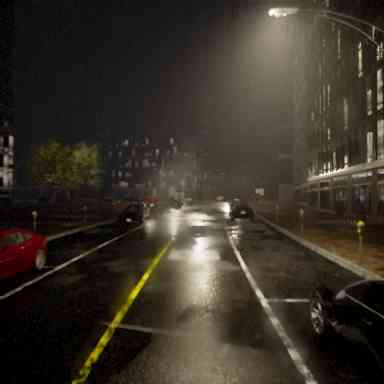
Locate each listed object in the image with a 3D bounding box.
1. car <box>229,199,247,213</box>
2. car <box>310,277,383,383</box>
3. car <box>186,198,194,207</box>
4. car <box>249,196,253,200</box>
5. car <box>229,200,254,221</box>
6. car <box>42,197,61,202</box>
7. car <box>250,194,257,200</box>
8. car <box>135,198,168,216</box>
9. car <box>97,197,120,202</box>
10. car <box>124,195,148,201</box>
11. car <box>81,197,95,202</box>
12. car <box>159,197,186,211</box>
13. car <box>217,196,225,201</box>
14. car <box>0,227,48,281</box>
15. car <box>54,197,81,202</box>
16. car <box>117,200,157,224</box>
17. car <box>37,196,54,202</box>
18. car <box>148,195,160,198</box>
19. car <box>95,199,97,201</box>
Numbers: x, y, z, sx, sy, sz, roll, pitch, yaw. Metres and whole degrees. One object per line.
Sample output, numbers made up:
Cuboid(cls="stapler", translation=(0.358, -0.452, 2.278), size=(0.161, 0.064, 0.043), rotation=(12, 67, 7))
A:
Cuboid(cls="car", translation=(5.233, 1.552, 37.971), size=(1.887, 1.381, 4.507), rotation=(1, 0, 8))
Cuboid(cls="car", translation=(2.752, 1.567, 3.622), size=(1.947, 1.339, 4.313), rotation=(1, 0, 1))
Cuboid(cls="car", translation=(-0.715, 1.588, 52.225), size=(2.008, 1.369, 4.403), rotation=(1, 0, 10))
Cuboid(cls="car", translation=(4.563, 1.445, 32.368), size=(1.967, 1.590, 4.097), rotation=(1, 0, 7))
Cuboid(cls="car", translation=(3.988, 1.568, 26.709), size=(1.947, 1.339, 4.313), rotation=(1, 0, 5))
Cuboid(cls="car", translation=(-36.235, 1.978, 85.744), size=(4.403, 1.369, 2.008), rotation=(0, -1, 18))
Cuboid(cls="car", translation=(16.785, 1.426, 90.295), size=(2.192, 1.841, 5.009), rotation=(1, 0, 18))
Cuboid(cls="car", translation=(-3.700, 1.536, 30.490), size=(1.752, 1.417, 4.829), rotation=(1, 0, 6))
Cuboid(cls="car", translation=(-17.431, 1.686, 71.264), size=(4.403, 1.369, 2.008), rotation=(0, -1, 18))
Cuboid(cls="car", translation=(-12.119, 1.665, 69.517), size=(4.313, 1.339, 1.947), rotation=(0, -1, 18))
Cuboid(cls="car", translation=(-25.767, 1.882, 82.301), size=(4.829, 1.417, 1.752), rotation=(0, -1, 18))
Cuboid(cls="car", translation=(-2.379, 1.573, 41.537), size=(2.008, 1.369, 4.403), rotation=(1, 0, 8))
Cuboid(cls="car", translation=(7.683, 1.662, 88.506), size=(1.752, 1.417, 4.829), rotation=(1, 0, 16))
Cuboid(cls="car", translation=(-5.158, 1.578, 8.377), size=(1.802, 1.307, 4.206), rotation=(1, 0, 2))
Cuboid(cls="car", translation=(-28.054, 1.757, 74.759), size=(4.403, 1.369, 2.008), rotation=(0, -1, 18))
Cuboid(cls="car", translation=(-4.196, 1.572, 25.185), size=(1.947, 1.339, 4.313), rotation=(1, 0, 5))
Cuboid(cls="car", translation=(-33.366, 1.682, 76.509), size=(4.097, 1.590, 1.967), rotation=(0, -1, 18))
Cuboid(cls="car", translation=(-9.663, 1.564, 77.008), size=(5.009, 1.841, 2.192), rotation=(0, -1, 18))
Cuboid(cls="car", translation=(-20.292, 1.871, 80.500), size=(4.403, 1.369, 2.008), rotation=(0, -1, 18))
